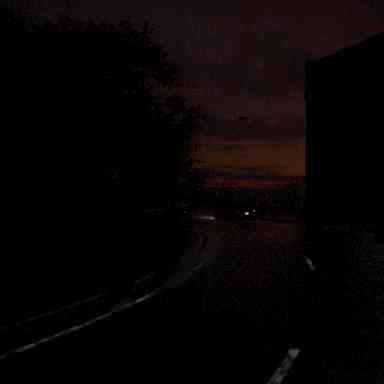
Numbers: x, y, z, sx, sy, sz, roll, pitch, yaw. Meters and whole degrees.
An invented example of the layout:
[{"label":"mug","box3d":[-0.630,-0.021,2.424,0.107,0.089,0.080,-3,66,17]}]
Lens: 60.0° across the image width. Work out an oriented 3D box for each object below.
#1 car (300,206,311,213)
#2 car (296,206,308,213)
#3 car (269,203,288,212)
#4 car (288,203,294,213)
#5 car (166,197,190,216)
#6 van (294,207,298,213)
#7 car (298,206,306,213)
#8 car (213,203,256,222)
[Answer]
[{"label":"car","box3d":[29.108,4.580,85.182,2.185,1.767,4.553,0,-3,27]},{"label":"car","box3d":[26.597,4.256,80.270,2.185,1.767,4.553,0,-3,27]},{"label":"car","box3d":[14.040,2.798,55.667,2.002,1.452,4.674,2,-2,27]},{"label":"car","box3d":[16.522,3.110,60.561,2.163,1.488,4.792,0,-3,27]},{"label":"car","box3d":[-1.317,1.285,31.253,2.097,1.767,4.553,0,0,-4]},{"label":"van","box3d":[19.079,3.184,65.562,1.878,1.987,4.442,0,-3,27]},{"label":"car","box3d":[24.038,4.091,75.265,2.002,1.452,4.674,0,-3,27]},{"label":"car","box3d":[3.207,1.515,25.794,1.994,1.385,4.181,0,0,-22]}]
